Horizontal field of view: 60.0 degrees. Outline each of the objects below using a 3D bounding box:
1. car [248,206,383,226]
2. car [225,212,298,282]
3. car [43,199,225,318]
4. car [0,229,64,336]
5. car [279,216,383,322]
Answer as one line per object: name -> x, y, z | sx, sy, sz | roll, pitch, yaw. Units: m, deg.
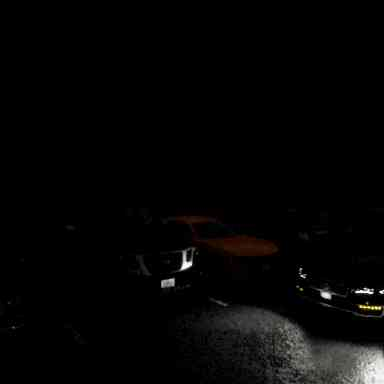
car -> 4.788, 1.411, 12.825 | 2.163, 1.488, 4.792 | -1, 1, -35
car -> 0.237, 1.449, 9.621 | 2.097, 1.535, 5.008 | 0, 0, -35
car -> -2.019, 1.218, 7.971 | 2.435, 2.045, 5.566 | 0, 0, -35
car -> -4.310, 1.482, 6.380 | 2.231, 1.521, 4.892 | 0, 0, -35
car -> 4.226, 1.455, 6.993 | 4.892, 1.490, 1.837 | -1, 1, -35
